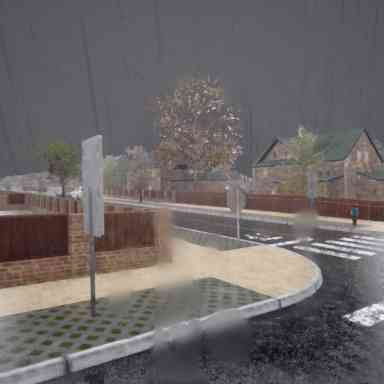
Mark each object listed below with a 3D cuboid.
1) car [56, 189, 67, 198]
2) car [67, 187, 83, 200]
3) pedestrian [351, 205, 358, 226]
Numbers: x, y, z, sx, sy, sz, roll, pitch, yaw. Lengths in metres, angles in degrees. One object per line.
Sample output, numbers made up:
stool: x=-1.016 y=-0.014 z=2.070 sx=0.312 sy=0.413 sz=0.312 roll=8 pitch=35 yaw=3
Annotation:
car: x=-21.726 y=0.316 z=56.435 sx=2.128 sy=1.511 sz=4.902 roll=-2 pitch=2 yaw=-33
car: x=-15.890 y=0.236 z=48.006 sx=2.150 sy=2.045 sz=5.566 roll=-2 pitch=2 yaw=-35
pedestrian: x=8.638 y=1.241 z=17.642 sx=0.500 sy=1.100 sz=0.500 roll=0 pitch=0 yaw=-35
